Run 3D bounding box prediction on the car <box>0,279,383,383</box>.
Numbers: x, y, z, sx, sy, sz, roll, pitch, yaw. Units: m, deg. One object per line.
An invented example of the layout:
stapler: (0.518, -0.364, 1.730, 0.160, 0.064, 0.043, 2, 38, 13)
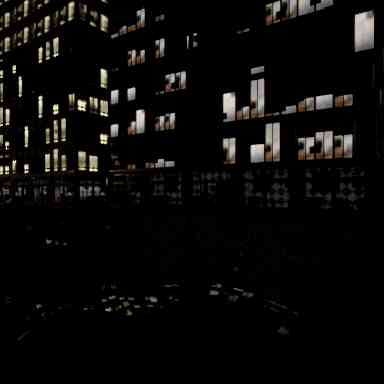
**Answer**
car: (-0.441, 1.566, 3.184, 4.313, 1.339, 1.947, 0, 0, 36)
